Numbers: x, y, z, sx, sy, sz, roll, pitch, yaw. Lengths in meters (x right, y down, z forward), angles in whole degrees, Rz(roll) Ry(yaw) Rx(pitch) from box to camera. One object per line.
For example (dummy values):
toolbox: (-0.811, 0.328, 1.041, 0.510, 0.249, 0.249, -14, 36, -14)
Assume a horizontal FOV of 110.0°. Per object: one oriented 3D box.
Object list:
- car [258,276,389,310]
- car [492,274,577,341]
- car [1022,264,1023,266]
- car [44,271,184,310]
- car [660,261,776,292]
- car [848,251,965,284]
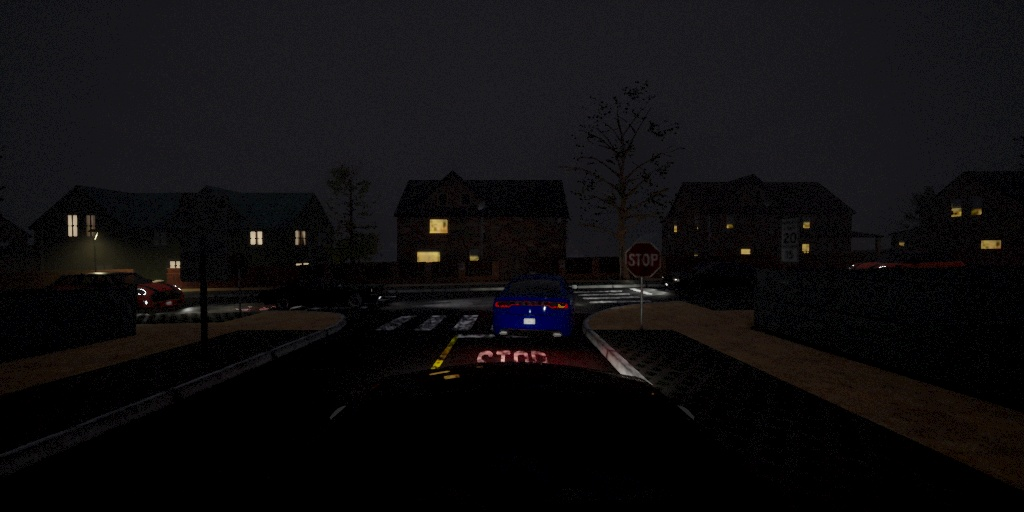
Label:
car: (-7.812, 1.506, 15.210, 4.718, 1.301, 1.895, -1, 1, 0)
car: (0.786, 1.226, 10.003, 1.882, 1.535, 5.008, 0, 0, 10)
car: (28.972, 0.501, 18.171, 4.892, 1.490, 1.837, -1, 1, 0)
car: (-16.800, 1.472, 15.202, 4.553, 1.767, 2.097, -1, 1, 0)
car: (10.447, 0.980, 18.139, 5.357, 1.411, 2.033, -1, 1, -1)
car: (19.815, 0.563, 18.169, 4.553, 1.767, 2.097, -1, 1, 0)
